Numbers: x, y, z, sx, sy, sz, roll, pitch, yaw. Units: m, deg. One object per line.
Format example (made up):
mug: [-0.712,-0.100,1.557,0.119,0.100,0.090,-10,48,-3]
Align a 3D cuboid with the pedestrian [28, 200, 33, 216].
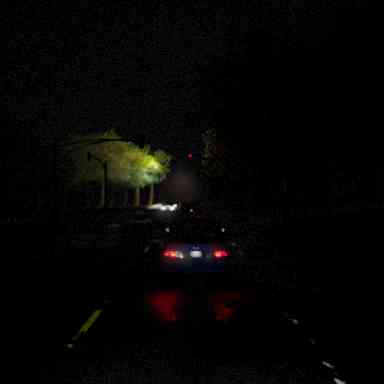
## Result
pedestrian: [-18.052,1.790,37.105,0.375,1.860,0.375,0,2,2]

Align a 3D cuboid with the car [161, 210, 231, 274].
car: [0.099,1.513,10.413,2.033,1.411,5.357,0,0,0]

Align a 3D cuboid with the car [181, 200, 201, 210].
car: [-0.103,1.469,32.864,1.895,1.301,4.718,-2,-2,-1]

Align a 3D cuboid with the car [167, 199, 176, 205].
car: [-4.498,2.161,73.473,1.895,1.301,4.718,0,-1,-1]

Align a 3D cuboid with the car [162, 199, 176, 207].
car: [-4.227,1.928,58.545,1.895,1.301,4.718,0,-1,-1]
